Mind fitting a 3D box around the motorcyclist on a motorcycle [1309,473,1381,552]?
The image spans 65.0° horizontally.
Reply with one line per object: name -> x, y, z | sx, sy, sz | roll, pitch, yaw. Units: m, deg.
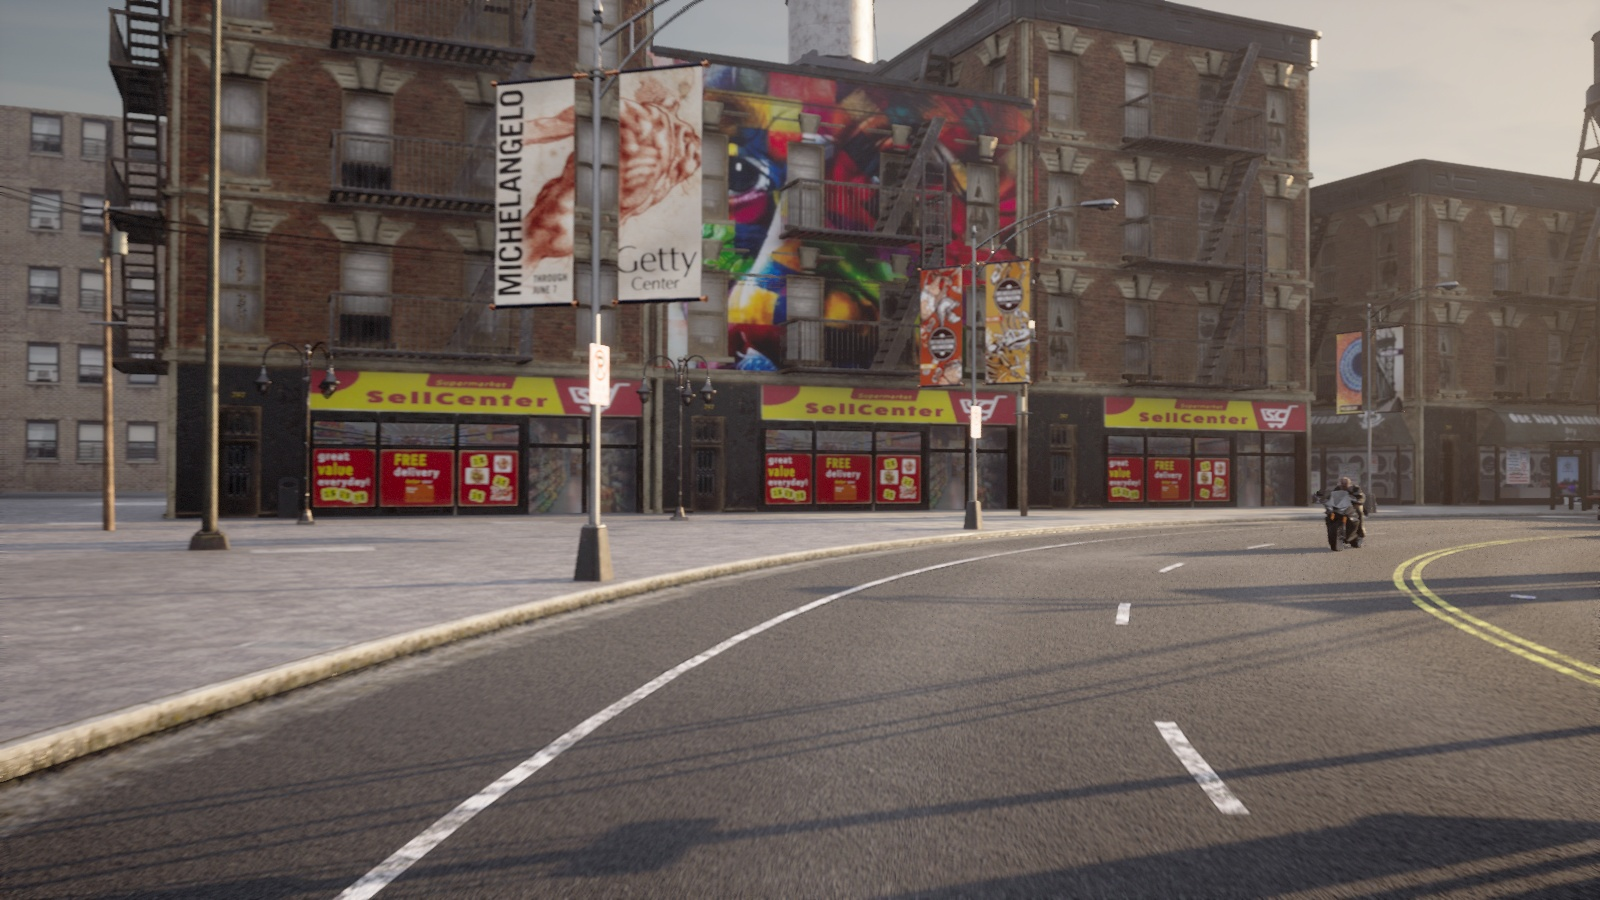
motorcyclist on a motorcycle -> 11.184, 1.243, 25.720 | 0.866, 1.530, 2.191 | -1, -1, 37
